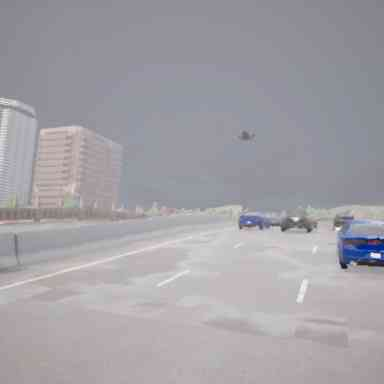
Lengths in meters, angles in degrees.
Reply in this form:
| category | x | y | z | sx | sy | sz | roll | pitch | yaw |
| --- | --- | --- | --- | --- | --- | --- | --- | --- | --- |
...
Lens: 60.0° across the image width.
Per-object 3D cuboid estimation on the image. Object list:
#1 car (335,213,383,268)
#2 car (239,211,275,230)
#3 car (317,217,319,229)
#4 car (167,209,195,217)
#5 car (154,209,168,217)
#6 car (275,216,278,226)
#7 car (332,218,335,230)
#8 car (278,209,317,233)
| category | x | y | z | sx | sy | sz | roll | pitch | yaw |
| --- | --- | --- | --- | --- | --- | --- | --- | --- | --- |
| car | 6.327 | 1.756 | 12.011 | 1.882 | 1.535 | 5.008 | 0 | -1 | 23 |
| car | 5.339 | 2.332 | 27.866 | 1.882 | 1.535 | 5.008 | 0 | -4 | 23 |
| car | 12.772 | 3.143 | 36.617 | 2.097 | 1.767 | 4.553 | 0 | -7 | 23 |
| car | -0.744 | 3.221 | 40.905 | 1.882 | 1.535 | 5.008 | 0 | -6 | 23 |
| car | -2.949 | 3.261 | 44.653 | 2.150 | 2.045 | 5.566 | 0 | -7 | 23 |
| car | 9.789 | 3.452 | 38.571 | 1.994 | 1.385 | 4.181 | 0 | -7 | 23 |
| car | 13.994 | 2.750 | 30.444 | 1.837 | 1.490 | 4.892 | 0 | -5 | 23 |
| car | 8.235 | 2.129 | 25.716 | 2.097 | 1.767 | 4.553 | 0 | -4 | 23 |
